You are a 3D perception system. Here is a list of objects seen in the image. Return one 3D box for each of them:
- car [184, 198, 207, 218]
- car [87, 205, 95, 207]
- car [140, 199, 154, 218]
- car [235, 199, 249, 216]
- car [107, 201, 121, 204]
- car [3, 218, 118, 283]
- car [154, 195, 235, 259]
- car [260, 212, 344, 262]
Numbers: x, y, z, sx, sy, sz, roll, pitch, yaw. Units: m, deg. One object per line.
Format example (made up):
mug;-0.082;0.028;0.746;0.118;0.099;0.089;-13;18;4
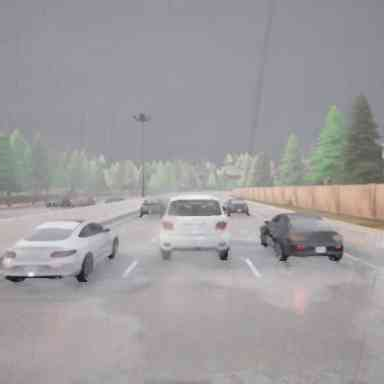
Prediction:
car;0.334;1.312;29.070;1.812;1.442;4.674;0;0;1
car;-13.651;1.287;42.421;1.812;1.442;4.674;0;0;1
car;-3.177;1.303;28.070;2.128;1.511;4.902;0;0;1
car;3.833;1.295;29.008;1.812;1.442;4.674;0;0;1
car;-10.128;1.297;43.774;1.994;1.385;4.181;0;0;1
car;-3.416;1.474;9.408;1.812;1.442;4.674;0;1;0
car;0.115;1.130;12.269;2.150;2.045;5.566;0;0;1
car;3.611;1.422;11.570;1.812;1.442;4.674;0;1;1
